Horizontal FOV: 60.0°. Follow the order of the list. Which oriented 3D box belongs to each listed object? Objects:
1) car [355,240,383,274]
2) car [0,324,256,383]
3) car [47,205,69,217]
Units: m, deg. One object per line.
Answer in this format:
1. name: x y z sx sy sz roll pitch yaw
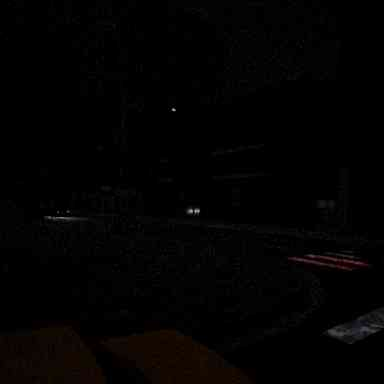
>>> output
1. car: 6.910 1.699 8.439 1.895 1.301 4.718 2 -2 -36
2. car: -1.669 1.522 1.614 4.829 1.417 1.752 1 1 -35
3. car: -16.691 2.341 41.343 1.837 1.490 4.892 2 -2 -36
